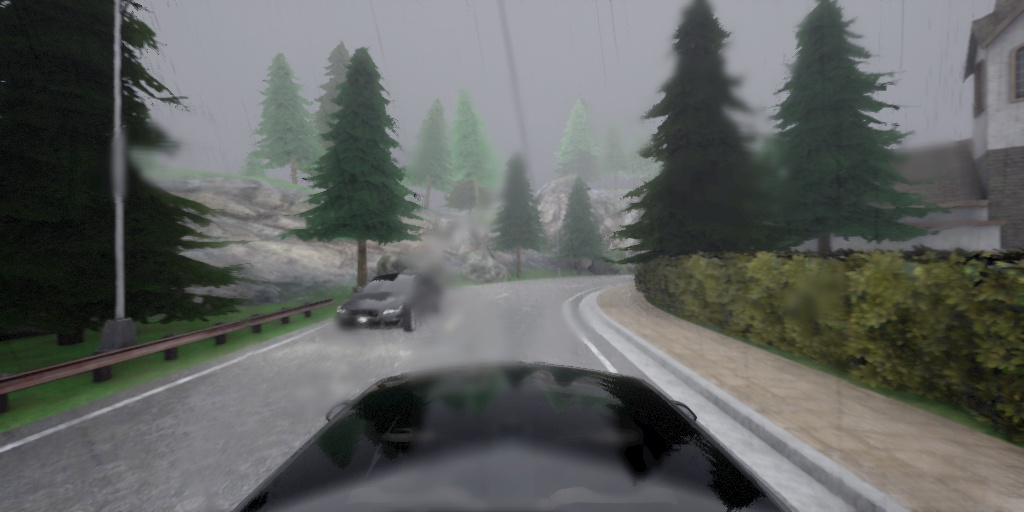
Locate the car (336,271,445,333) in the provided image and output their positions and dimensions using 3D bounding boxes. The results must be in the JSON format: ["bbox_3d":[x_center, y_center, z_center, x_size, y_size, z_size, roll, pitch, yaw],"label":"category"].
[{"bbox_3d":[-3.355,1.237,10.814,1.837,1.490,4.892,-1,0,3],"label":"car"}]
